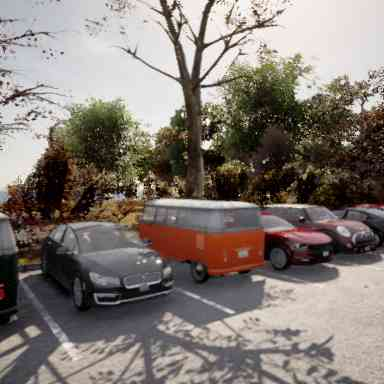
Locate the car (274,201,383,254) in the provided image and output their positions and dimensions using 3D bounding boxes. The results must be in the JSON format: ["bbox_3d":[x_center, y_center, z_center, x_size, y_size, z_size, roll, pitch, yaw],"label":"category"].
[{"bbox_3d":[4.511,1.283,12.844,2.185,1.767,4.553,0,0,-36],"label":"car"}]

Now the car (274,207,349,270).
[{"bbox_3d":[2.228,1.426,11.184,2.097,1.535,5.008,0,0,-36],"label":"car"}]

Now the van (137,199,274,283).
[{"bbox_3d":[-0.032,1.218,9.706,1.878,1.987,4.442,0,0,-36],"label":"van"}]

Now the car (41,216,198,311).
[{"bbox_3d":[-2.268,1.463,7.977,2.231,1.521,4.892,0,0,-35],"label":"car"}]

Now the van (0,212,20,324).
[{"bbox_3d":[-4.633,1.255,6.427,1.878,1.987,4.442,-1,0,-35],"label":"van"}]
